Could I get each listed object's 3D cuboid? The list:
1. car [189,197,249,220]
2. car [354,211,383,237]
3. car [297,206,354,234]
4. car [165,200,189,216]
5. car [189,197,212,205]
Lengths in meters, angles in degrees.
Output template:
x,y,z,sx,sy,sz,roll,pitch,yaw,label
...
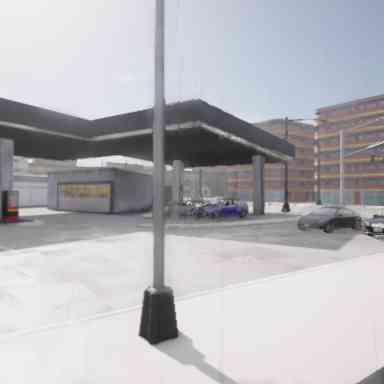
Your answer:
x,y,z,sx,sy,sz,roll,pitch,yaw,label
2.487,1.347,27.400,4.611,1.667,2.242,0,0,-35,car
10.819,1.545,17.158,4.902,1.511,2.128,0,0,-35,car
8.214,1.577,19.606,4.674,1.442,1.812,1,0,-35,car
-1.470,1.506,31.633,3.806,1.475,1.970,0,0,-35,car
1.585,1.635,62.671,1.812,1.442,4.674,0,0,-36,car
